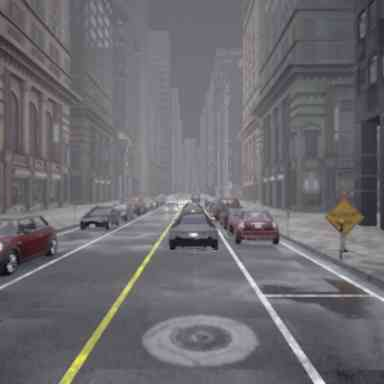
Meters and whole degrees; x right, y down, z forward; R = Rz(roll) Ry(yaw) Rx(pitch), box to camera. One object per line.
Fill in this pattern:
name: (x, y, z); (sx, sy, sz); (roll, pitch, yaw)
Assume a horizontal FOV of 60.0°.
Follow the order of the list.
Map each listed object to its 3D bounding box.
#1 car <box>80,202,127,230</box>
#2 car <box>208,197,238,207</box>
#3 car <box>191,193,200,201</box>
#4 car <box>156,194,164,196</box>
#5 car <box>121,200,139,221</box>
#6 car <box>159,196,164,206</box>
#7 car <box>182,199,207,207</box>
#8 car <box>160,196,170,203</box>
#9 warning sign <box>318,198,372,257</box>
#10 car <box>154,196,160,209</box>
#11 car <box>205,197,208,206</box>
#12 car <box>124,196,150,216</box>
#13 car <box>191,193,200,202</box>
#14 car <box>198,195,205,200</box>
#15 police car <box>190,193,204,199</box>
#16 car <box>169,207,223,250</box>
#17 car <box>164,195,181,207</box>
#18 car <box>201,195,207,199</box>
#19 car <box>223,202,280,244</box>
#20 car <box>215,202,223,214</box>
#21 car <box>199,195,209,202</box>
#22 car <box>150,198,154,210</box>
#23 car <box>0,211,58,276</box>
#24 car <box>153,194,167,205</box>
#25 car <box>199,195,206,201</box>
car: (-5.758, 1.585, 21.395); (1.947, 1.339, 4.313); (0, 0, 0)
car: (2.769, 1.340, 27.000); (2.192, 1.841, 5.009); (0, 0, 0)
car: (0.907, 1.312, 87.132); (2.150, 2.045, 5.566); (0, 0, 0)
car: (-5.755, 1.492, 55.006); (1.967, 1.590, 4.097); (0, 0, 0)
car: (-5.757, 1.607, 26.997); (1.802, 1.307, 4.206); (0, 0, 0)
car: (-5.756, 1.612, 49.404); (1.947, 1.339, 4.313); (0, 0, 0)
car: (0.076, 1.591, 29.466); (1.994, 1.385, 4.181); (0, 0, 0)
car: (-5.754, 1.614, 71.811); (1.887, 1.381, 4.507); (0, 0, 0)
warning sign: (5.065, 1.125, 11.104); (1.300, 1.860, 1.060); (0, 0, 0)
car: (-5.756, 1.592, 43.802); (2.008, 1.369, 4.403); (0, 0, 0)
car: (2.769, 1.586, 38.204); (2.008, 1.369, 4.403); (0, 0, 0)
car: (-5.756, 1.345, 32.599); (2.192, 1.841, 5.009); (0, 0, 0)
car: (0.827, 1.303, 81.123); (2.150, 2.045, 5.566); (0, 0, -1)
car: (2.773, 1.639, 94.226); (1.887, 1.381, 4.507); (0, 0, 0)
police car: (0.905, 1.494, 71.210); (1.930, 1.638, 5.238); (0, 0, 0)
car: (0.076, 1.577, 14.502); (1.994, 1.385, 4.181); (0, 0, 0)
car: (-3.075, 1.574, 51.364); (1.812, 1.442, 4.674); (0, 0, 0)
car: (2.769, 1.591, 49.409); (1.887, 1.381, 4.507); (0, 0, 0)
car: (2.768, 1.454, 15.796); (1.967, 1.590, 4.097); (0, 0, 0)
car: (2.767, 1.585, 21.398); (1.947, 1.339, 4.313); (0, 0, 0)
car: (2.772, 1.516, 77.419); (1.967, 1.590, 4.097); (0, 0, 0)
car: (-5.756, 1.561, 38.031); (1.752, 1.417, 4.829); (0, 0, 0)
car: (-5.758, 1.449, 10.192); (1.967, 1.590, 4.097); (0, 0, 0)
car: (-5.754, 1.373, 60.608); (2.192, 1.841, 5.009); (0, 0, 0)
car: (2.772, 1.614, 88.794); (1.752, 1.417, 4.829); (0, 0, 0)
